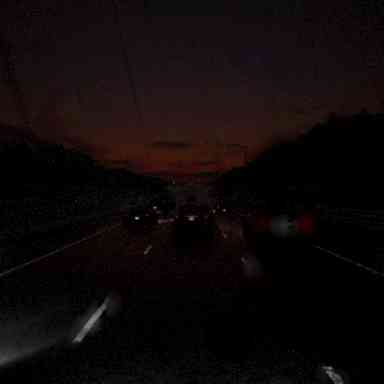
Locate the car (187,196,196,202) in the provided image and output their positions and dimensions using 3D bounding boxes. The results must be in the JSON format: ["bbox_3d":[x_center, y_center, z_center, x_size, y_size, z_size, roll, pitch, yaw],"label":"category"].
[{"bbox_3d":[-0.064,1.714,84.637,2.128,1.511,4.902,0,0,0],"label":"car"}]

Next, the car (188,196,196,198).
[{"bbox_3d":[-0.057,1.687,74.945,1.837,1.490,4.892,0,0,0],"label":"car"}]

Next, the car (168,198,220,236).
[{"bbox_3d":[0.252,1.423,19.251,2.097,1.767,4.553,0,0,8],"label":"car"}]

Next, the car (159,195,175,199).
[{"bbox_3d":[-3.534,1.365,45.271,2.150,2.045,5.566,0,0,0],"label":"car"}]

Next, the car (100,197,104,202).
[{"bbox_3d":[-17.586,1.673,61.128,1.837,1.490,4.892,0,0,1],"label":"car"}]

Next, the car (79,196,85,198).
[{"bbox_3d":[-21.055,1.650,64.345,1.837,1.490,4.892,0,0,0],"label":"car"}]

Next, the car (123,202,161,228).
[{"bbox_3d":[-3.517,1.648,23.239,1.994,1.385,4.181,0,0,0],"label":"car"}]

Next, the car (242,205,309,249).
[{"bbox_3d":[3.590,1.409,15.069,2.097,1.767,4.553,0,0,0],"label":"car"}]

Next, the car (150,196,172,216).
[{"bbox_3d":[-3.526,1.549,34.240,2.033,1.649,4.856,0,0,0],"label":"car"}]

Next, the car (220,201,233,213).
[{"bbox_3d":[3.570,1.731,39.072,1.895,1.301,4.718,0,0,0],"label":"car"}]

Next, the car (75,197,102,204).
[{"bbox_3d":[-14.122,1.745,44.753,1.895,1.301,4.718,0,0,0],"label":"car"}]
